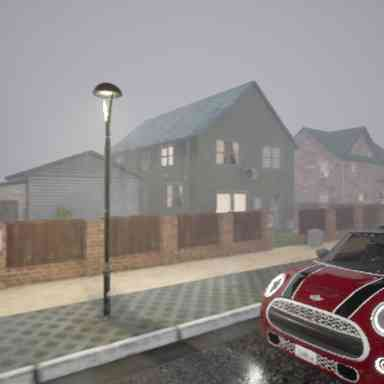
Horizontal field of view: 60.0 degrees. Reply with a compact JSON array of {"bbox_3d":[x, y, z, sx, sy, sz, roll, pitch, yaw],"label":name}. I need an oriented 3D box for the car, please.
[{"bbox_3d":[3.206,1.375,5.282,4.553,1.767,2.097,1,0,-35],"label":"car"}]
